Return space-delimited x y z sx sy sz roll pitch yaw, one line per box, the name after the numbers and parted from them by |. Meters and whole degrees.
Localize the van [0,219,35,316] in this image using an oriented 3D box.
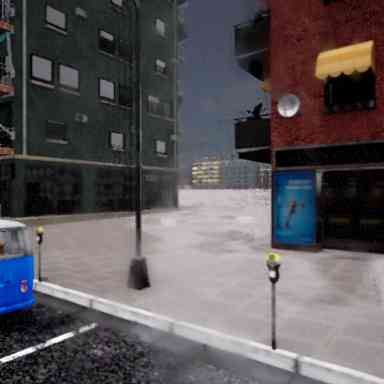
-4.600 1.332 6.157 3.998 1.788 1.690 0 0 35 | van
